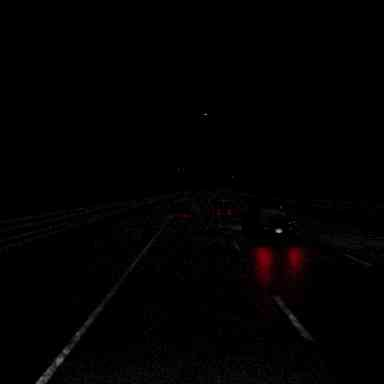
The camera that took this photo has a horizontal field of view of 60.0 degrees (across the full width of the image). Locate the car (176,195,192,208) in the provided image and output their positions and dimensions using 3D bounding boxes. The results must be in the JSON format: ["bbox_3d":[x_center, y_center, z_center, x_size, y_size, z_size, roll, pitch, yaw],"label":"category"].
[{"bbox_3d":[-1.001,1.154,42.113,1.882,1.535,5.008,0,0,0],"label":"car"}]

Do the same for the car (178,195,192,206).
[{"bbox_3d":[-0.943,1.156,48.113,1.812,1.442,4.674,0,0,1],"label":"car"}]

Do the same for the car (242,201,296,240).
[{"bbox_3d":[3.610,1.401,16.103,1.812,1.442,4.674,0,1,0],"label":"car"}]

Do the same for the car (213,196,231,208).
[{"bbox_3d":[3.646,1.181,40.447,2.128,1.511,4.902,0,0,0],"label":"car"}]

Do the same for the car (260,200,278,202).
[{"bbox_3d":[7.117,1.360,31.137,1.895,1.301,4.718,0,0,0],"label":"car"}]

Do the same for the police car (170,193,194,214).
[{"bbox_3d":[-1.034,1.177,32.224,1.930,1.638,5.238,0,0,0],"label":"police car"}]

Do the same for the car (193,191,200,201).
[{"bbox_3d":[0.495,1.034,67.366,1.994,1.385,4.181,0,0,2],"label":"car"}]

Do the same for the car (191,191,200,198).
[{"bbox_3d":[0.976,0.542,82.047,2.097,1.767,4.553,0,0,3],"label":"car"}]
